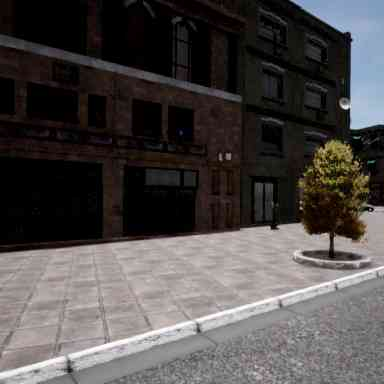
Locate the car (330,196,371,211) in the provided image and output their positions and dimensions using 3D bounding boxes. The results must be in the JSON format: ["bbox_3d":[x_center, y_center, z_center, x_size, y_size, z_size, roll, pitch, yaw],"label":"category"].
[{"bbox_3d":[20.002,1.405,42.192,2.097,1.767,4.553,1,0,-17],"label":"car"}]

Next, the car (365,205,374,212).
[{"bbox_3d":[18.691,1.568,38.151,1.947,1.339,4.313,1,-1,-18],"label":"car"}]
